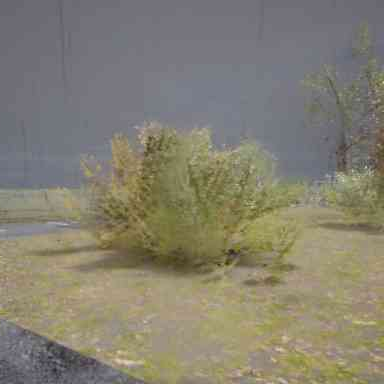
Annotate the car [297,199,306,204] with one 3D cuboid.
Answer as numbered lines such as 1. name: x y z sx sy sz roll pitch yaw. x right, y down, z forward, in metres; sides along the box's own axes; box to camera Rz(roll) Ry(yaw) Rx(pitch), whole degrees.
1. car: 14.664 1.420 49.251 1.837 1.490 4.892 0 0 41

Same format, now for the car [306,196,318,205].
1. car: 21.249 1.214 57.157 2.097 1.767 4.553 0 0 40
